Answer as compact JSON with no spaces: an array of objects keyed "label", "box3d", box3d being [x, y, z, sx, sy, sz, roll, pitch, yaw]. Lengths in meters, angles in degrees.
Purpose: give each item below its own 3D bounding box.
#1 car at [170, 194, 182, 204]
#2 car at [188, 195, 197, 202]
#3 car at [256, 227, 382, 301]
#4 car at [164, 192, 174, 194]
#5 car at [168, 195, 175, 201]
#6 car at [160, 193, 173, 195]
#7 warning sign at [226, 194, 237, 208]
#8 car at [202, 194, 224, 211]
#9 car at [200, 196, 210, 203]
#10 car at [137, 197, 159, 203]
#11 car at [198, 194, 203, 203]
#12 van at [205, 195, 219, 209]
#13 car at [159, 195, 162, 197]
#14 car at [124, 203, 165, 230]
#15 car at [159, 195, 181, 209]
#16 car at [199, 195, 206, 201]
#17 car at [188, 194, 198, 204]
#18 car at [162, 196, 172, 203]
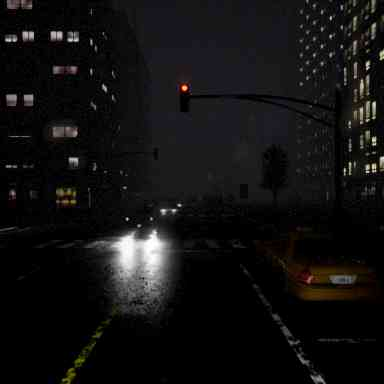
[{"label":"car","box3d":[-2.944,1.611,62.877,1.994,1.385,4.181,0,0,0]},{"label":"car","box3d":[0.143,1.603,79.736,2.128,1.511,4.902,0,0,0]},{"label":"car","box3d":[2.701,1.526,8.243,1.752,1.417,4.829,0,0,0]},{"label":"car","box3d":[-5.553,1.517,79.187,1.967,1.590,4.097,0,0,0]},{"label":"car","box3d":[-5.532,1.624,90.070,1.752,1.417,4.829,0,0,0]},{"label":"car","box3d":[-5.572,1.497,68.134,1.967,1.590,4.097,0,0,0]},{"label":"warning sign","box3d":[5.151,1.135,43.738,1.300,1.860,1.060,0,0,0]},{"label":"car","box3d":[2.758,1.332,40.486,2.192,1.841,5.009,0,0,0]},{"label":"car","box3d":[2.818,1.611,73.645,1.887,1.381,4.507,0,0,0]},{"label":"car","box3d":[-5.621,1.568,40.501,2.008,1.369,4.403,0,0,0]},{"label":"car","box3d":[2.797,1.362,62.591,2.192,1.841,5.009,0,0,0]},{"label":"van","box3d":[2.768,1.364,46.012,1.690,1.788,3.998,0,0,0]},{"label":"car","box3d":[-5.591,1.588,57.080,2.008,1.369,4.403,0,0,0]},{"label":"car","box3d":[-3.071,1.648,21.616,1.895,1.301,4.718,0,0,0]},{"label":"car","box3d":[-3.018,1.570,45.791,2.033,1.411,5.357,0,0,0]},{"label":"car","box3d":[2.849,1.625,90.395,1.752,1.417,4.829,0,0,0]},{"label":"car","box3d":[0.224,1.560,67.194,1.837,1.490,4.892,0,0,0]},{"label":"car","box3d":[-5.562,1.648,73.661,1.802,1.307,4.206,0,0,0]}]
